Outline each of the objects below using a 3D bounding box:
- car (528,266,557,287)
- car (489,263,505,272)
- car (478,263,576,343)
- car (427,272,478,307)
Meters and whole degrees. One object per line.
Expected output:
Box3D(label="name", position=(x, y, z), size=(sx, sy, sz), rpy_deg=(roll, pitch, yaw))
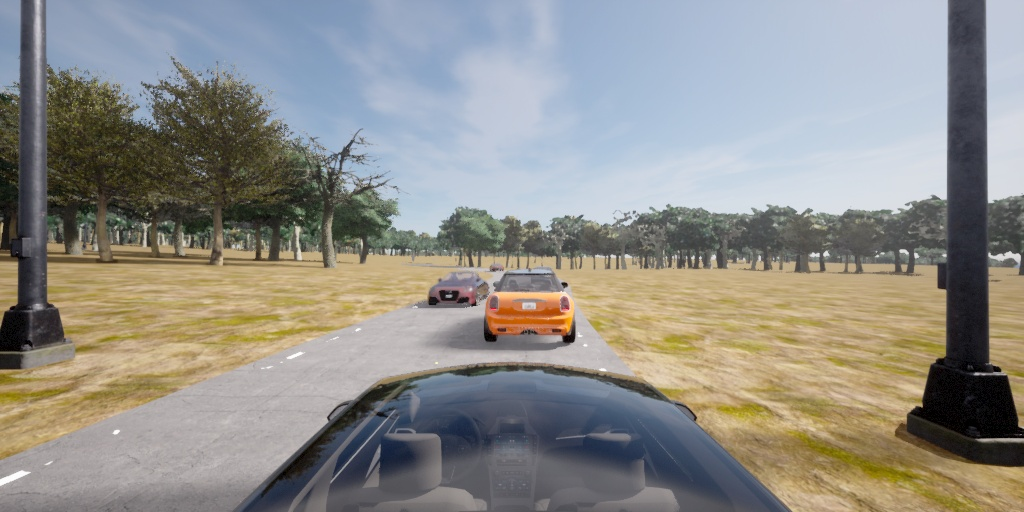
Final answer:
Box3D(label="car", position=(2.430, 1.528, 28.206), size=(2.033, 1.411, 5.357), rpy_deg=(0, -1, 5))
Box3D(label="car", position=(-2.622, 1.945, 60.906), size=(1.882, 1.535, 5.008), rpy_deg=(0, -1, -13))
Box3D(label="car", position=(0.520, 1.129, 9.991), size=(2.097, 1.767, 4.553), rpy_deg=(0, 0, 4))
Box3D(label="car", position=(-2.250, 1.391, 15.843), size=(1.994, 1.385, 4.181), rpy_deg=(0, -1, 5))
